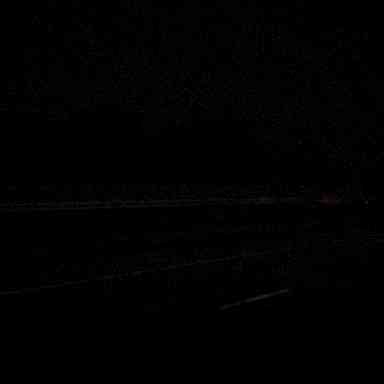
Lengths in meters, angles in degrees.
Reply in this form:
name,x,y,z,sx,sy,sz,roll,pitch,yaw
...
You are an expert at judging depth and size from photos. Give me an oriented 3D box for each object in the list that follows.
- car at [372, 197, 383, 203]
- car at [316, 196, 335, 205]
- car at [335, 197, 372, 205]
name,x,y,z,sx,sy,sz,roll,pitch,yaw
car,31.190,1.453,56.245,4.181,1.385,1.994,0,0,-35
car,20.138,1.394,48.402,5.008,1.535,1.882,0,0,-35
car,22.167,1.423,45.556,4.892,1.490,1.837,1,0,-35
